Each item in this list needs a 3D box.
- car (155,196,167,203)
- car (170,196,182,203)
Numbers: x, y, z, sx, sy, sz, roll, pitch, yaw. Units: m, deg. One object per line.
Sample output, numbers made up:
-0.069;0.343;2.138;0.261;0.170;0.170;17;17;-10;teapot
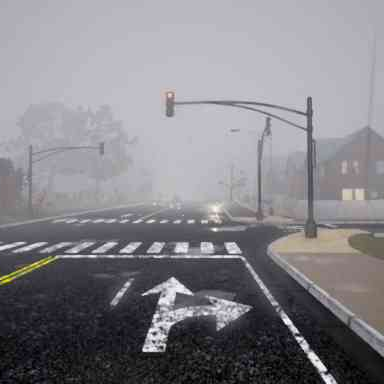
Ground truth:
-6.374;1.490;68.130;1.882;1.535;5.008;0;0;5;car
-3.139;1.528;67.814;1.812;1.442;4.674;0;0;5;car
